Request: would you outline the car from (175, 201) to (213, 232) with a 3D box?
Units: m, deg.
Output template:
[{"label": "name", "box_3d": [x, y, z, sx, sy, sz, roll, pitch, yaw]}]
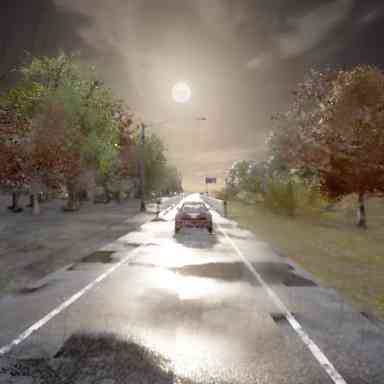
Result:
[{"label": "car", "box_3d": [0.097, 1.341, 20.141, 2.097, 1.767, 4.553, 0, 0, 0]}]
